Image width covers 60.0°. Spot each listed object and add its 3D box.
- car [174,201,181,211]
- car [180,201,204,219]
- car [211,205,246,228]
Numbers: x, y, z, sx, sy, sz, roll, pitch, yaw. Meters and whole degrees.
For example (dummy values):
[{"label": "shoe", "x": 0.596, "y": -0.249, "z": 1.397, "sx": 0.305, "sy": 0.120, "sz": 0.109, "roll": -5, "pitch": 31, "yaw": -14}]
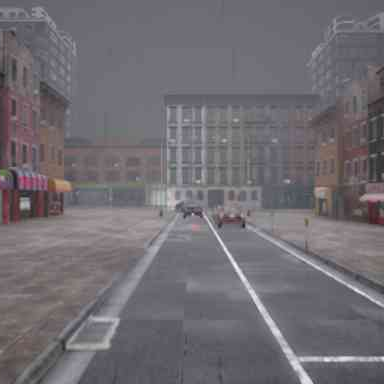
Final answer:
[{"label": "car", "x": -0.996, "y": 1.880, "z": 44.049, "sx": 2.128, "sy": 1.511, "sz": 4.902, "roll": 1, "pitch": 0, "yaw": -17}, {"label": "car", "x": 0.106, "y": 1.791, "z": 32.525, "sx": 1.837, "sy": 1.490, "sz": 4.892, "roll": 0, "pitch": -1, "yaw": 0}, {"label": "car", "x": 2.658, "y": 1.649, "z": 23.915, "sx": 1.967, "sy": 1.590, "sz": 4.097, "roll": 0, "pitch": -1, "yaw": 0}]
